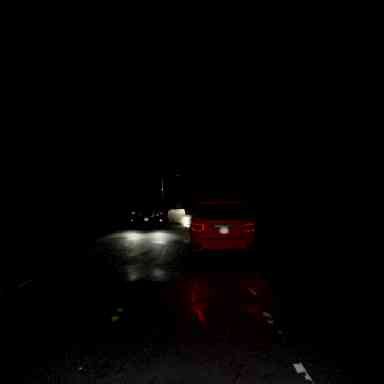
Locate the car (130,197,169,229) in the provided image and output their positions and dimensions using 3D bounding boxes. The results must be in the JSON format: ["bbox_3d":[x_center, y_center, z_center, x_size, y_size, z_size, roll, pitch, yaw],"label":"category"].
[{"bbox_3d":[-2.846,1.381,23.393,2.150,2.045,5.566,0,-1,0],"label":"car"}]

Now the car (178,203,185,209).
[{"bbox_3d":[-2.736,3.743,87.597,1.882,1.535,5.008,0,-3,0],"label":"car"}]

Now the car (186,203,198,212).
[{"bbox_3d":[0.008,2.457,52.456,1.895,1.301,4.718,0,-2,0],"label":"car"}]

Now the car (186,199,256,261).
[{"bbox_3d":[0.964,1.265,12.613,2.150,2.045,5.566,0,0,0],"label":"car"}]

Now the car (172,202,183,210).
[{"bbox_3d":[-2.757,2.746,64.933,1.882,1.535,5.008,0,-2,1],"label":"car"}]

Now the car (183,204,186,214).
[{"bbox_3d":[0.079,2.084,41.939,1.812,1.442,4.674,0,-2,-2],"label":"car"}]
